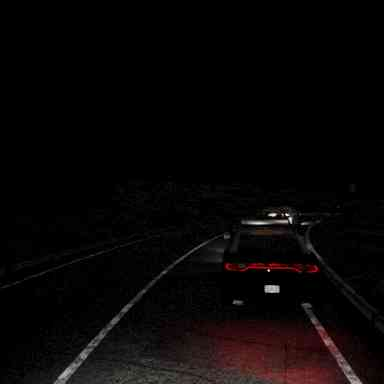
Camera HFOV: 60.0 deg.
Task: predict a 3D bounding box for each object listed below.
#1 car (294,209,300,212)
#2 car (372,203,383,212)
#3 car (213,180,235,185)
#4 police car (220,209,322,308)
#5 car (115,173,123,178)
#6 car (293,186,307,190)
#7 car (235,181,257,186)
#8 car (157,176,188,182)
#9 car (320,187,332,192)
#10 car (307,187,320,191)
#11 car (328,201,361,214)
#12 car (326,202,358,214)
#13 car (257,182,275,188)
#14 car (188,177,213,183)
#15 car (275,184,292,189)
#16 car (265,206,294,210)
[{"bbox_3d":[6.263,1.702,22.654,1.812,1.442,4.674,-2,-2,25],"label":"car"},{"bbox_3d":[28.381,2.231,48.637,4.181,1.385,1.994,0,-4,-29],"label":"car"},{"bbox_3d":[5.610,-1.687,65.812,4.674,1.452,2.002,3,-5,-31],"label":"car"},{"bbox_3d":[1.783,1.454,8.192,1.930,1.638,5.238,-1,0,10],"label":"police car"},{"bbox_3d":[-13.440,-2.643,54.830,4.553,1.767,2.185,2,-5,-30],"label":"car"},{"bbox_3d":[24.108,-0.683,78.251,4.674,1.452,2.002,3,-6,-36],"label":"car"},{"bbox_3d":[10.308,-1.490,68.757,5.008,1.535,2.097,3,-5,-32],"label":"car"},{"bbox_3d":[-3.940,-2.150,60.236,4.892,1.521,2.231,2,-5,-30],"label":"car"},{"bbox_3d":[32.858,-0.281,85.001,4.553,1.767,2.185,4,-6,-38],"label":"car"},{"bbox_3d":[28.436,-0.457,81.509,4.892,1.521,2.231,3,-6,-37],"label":"car"},{"bbox_3d":[19.314,1.881,41.751,4.553,1.767,2.097,1,-4,-41],"label":"car"},{"bbox_3d":[21.635,2.291,48.000,5.008,1.535,1.882,1,-4,-36],"label":"car"},{"bbox_3d":[14.922,-1.370,71.795,4.553,1.767,2.185,3,-5,-33],"label":"car"},{"bbox_3d":[0.849,-1.951,62.975,4.892,1.521,2.231,2,-5,-30],"label":"car"},{"bbox_3d":[19.631,-0.953,75.034,4.792,1.488,2.163,3,-6,-35],"label":"car"},{"bbox_3d":[4.182,1.567,17.520,1.801,1.575,5.366,-2,-1,19],"label":"car"}]
